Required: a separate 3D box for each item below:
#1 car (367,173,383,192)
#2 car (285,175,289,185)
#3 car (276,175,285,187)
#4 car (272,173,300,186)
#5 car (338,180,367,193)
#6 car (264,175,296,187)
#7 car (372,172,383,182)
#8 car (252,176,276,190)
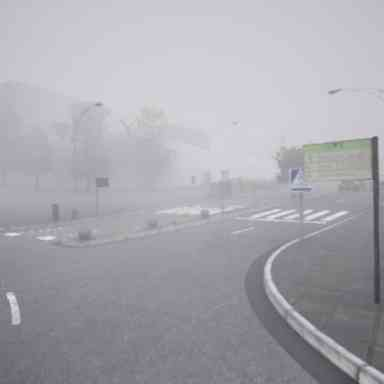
[{"bbox_3d":[19.604,-0.868,33.812,1.882,1.535,5.008,-1,4,39],"label":"car"},{"bbox_3d":[12.782,-1.533,52.630,4.674,1.452,2.002,-3,3,17],"label":"car"},{"bbox_3d":[11.023,-1.334,50.259,4.892,1.521,2.231,-3,3,18],"label":"car"},{"bbox_3d":[16.198,-2.170,57.393,4.553,1.767,2.185,-3,3,16],"label":"car"},{"bbox_3d":[17.073,-0.804,35.454,2.128,1.511,4.902,-1,4,39],"label":"car"},{"bbox_3d":[14.523,-1.811,54.995,5.008,1.535,2.097,-3,3,17],"label":"car"},{"bbox_3d":[29.482,-2.408,52.027,1.812,1.442,4.674,-1,4,34],"label":"car"},{"bbox_3d":[9.204,-1.062,47.931,4.792,1.488,2.163,-3,3,18],"label":"car"}]
